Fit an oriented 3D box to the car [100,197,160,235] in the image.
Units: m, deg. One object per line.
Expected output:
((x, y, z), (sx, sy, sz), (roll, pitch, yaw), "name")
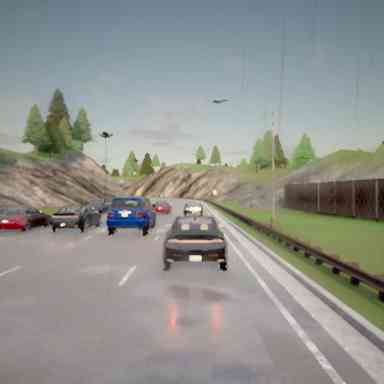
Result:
((-3.402, 1.275, 19.497), (2.150, 2.045, 5.566), (0, 0, 0), "car")

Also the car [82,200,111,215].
((-10.350, 1.664, 36.494), (1.994, 1.385, 4.181), (0, 0, 0), "car")

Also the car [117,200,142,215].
((-6.862, 1.627, 36.931), (1.812, 1.442, 4.674), (0, 0, 0), "car")

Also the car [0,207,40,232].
((-10.402, 1.621, 20.597), (1.994, 1.385, 4.181), (0, 0, 0), "car")

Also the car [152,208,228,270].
((0.094, 1.523, 11.127), (2.128, 1.511, 4.902), (0, 0, 0), "car")

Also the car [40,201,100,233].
((-6.902, 1.547, 20.193), (2.128, 1.511, 4.902), (0, 0, 0), "car")

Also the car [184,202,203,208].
((0.139, 1.695, 34.335), (1.895, 1.301, 4.718), (0, 0, 0), "car")

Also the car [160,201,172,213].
((-3.350, 1.664, 36.539), (1.994, 1.385, 4.181), (0, 0, 0), "car")
